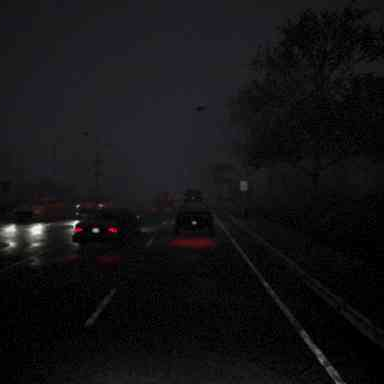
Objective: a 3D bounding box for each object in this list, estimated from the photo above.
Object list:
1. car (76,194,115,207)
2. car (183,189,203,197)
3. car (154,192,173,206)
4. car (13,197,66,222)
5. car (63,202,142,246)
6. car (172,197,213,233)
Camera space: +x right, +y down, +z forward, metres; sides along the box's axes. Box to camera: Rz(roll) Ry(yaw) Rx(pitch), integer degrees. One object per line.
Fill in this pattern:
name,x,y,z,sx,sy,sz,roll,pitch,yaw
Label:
car,-7.087,1.000,24.872,2.097,1.767,4.553,0,1,0
car,0.114,0.644,37.842,2.150,2.045,5.566,0,1,0
car,-3.388,0.731,40.292,2.097,1.767,4.553,0,1,0
car,-10.590,1.151,23.440,1.882,1.535,5.008,0,1,0
car,-3.445,1.379,14.439,2.033,1.411,5.357,0,1,1
car,0.107,1.245,18.051,1.882,1.535,5.008,0,1,0
